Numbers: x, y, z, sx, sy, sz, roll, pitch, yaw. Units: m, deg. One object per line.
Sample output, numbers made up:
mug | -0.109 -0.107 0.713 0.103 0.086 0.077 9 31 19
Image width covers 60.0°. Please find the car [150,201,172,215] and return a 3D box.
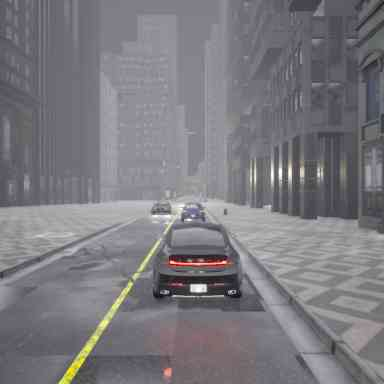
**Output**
car | -3.097 1.631 34.456 1.994 1.385 4.181 0 0 0

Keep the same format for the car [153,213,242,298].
car | 0.105 1.508 8.483 1.837 1.490 4.892 0 0 0

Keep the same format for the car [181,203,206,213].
car | 0.100 1.556 26.329 1.812 1.442 4.674 0 0 0
